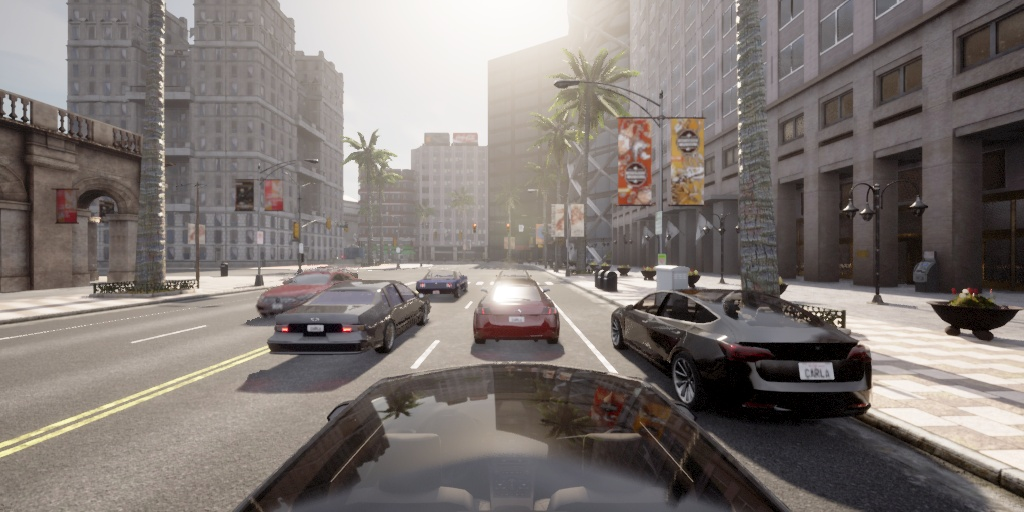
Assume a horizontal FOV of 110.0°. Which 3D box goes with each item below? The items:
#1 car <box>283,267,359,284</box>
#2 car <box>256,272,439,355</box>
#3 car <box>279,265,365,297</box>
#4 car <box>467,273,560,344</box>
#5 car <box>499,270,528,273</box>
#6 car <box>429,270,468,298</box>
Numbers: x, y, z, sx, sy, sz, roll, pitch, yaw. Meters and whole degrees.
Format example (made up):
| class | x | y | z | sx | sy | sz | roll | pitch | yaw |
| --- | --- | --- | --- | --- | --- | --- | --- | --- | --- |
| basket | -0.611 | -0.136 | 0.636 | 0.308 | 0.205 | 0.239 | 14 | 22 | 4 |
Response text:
| class | x | y | z | sx | sy | sz | roll | pitch | yaw |
| --- | --- | --- | --- | --- | --- | --- | --- | --- | --- |
| car | -7.073 | 1.275 | 13.158 | 1.812 | 1.442 | 4.674 | 0 | 0 | 0 |
| car | -3.406 | 1.297 | 8.725 | 2.033 | 1.411 | 5.357 | 0 | 0 | 0 |
| car | -10.511 | 1.310 | 20.426 | 2.033 | 1.411 | 5.357 | 0 | 0 | 0 |
| car | 0.096 | 1.314 | 9.610 | 1.994 | 1.385 | 4.181 | 0 | 0 | 0 |
| car | 0.090 | 1.351 | 18.418 | 1.895 | 1.301 | 4.718 | 0 | 0 | 0 |
| car | -3.410 | 1.351 | 18.374 | 1.895 | 1.301 | 4.718 | 0 | 0 | 0 |
